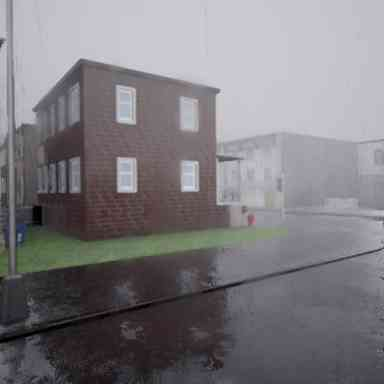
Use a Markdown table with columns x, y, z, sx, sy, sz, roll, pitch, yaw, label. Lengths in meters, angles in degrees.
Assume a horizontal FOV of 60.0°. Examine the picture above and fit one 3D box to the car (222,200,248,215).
| x | y | z | sx | sy | sz | roll | pitch | yaw | label |
| --- | --- | --- | --- | --- | --- | --- | --- | --- | --- |
| 2.835 | 1.352 | 29.866 | 1.895 | 1.301 | 4.718 | -1 | 1 | -36 | car |
